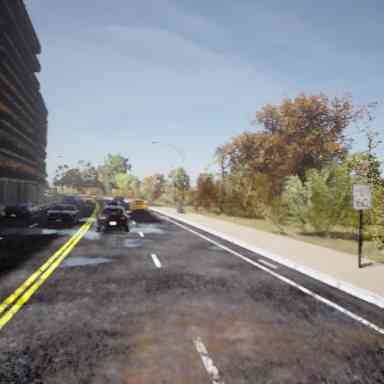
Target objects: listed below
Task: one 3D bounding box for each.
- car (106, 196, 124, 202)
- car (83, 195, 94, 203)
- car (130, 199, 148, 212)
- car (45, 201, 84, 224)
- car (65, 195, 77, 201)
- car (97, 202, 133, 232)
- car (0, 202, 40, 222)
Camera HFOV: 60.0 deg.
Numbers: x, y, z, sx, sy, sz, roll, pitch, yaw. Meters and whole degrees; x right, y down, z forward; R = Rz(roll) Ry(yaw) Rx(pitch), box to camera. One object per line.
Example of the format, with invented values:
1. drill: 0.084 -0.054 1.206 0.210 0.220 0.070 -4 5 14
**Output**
1. car: -9.114 1.559 37.920 2.128 1.511 4.902 2 -1 -14
2. car: -20.614 1.441 66.263 1.882 1.535 5.008 2 0 -17
3. car: -6.610 1.647 41.193 1.882 1.535 5.008 2 -1 -15
4. car: -9.155 1.546 23.885 1.895 1.301 4.718 2 -1 -13
5. car: -23.705 1.345 65.263 1.882 1.535 5.008 2 0 -17
6. car: -4.850 1.568 20.525 1.812 1.442 4.674 2 -1 -13
7. car: -12.691 1.413 24.739 1.994 1.385 4.181 2 -1 -13
